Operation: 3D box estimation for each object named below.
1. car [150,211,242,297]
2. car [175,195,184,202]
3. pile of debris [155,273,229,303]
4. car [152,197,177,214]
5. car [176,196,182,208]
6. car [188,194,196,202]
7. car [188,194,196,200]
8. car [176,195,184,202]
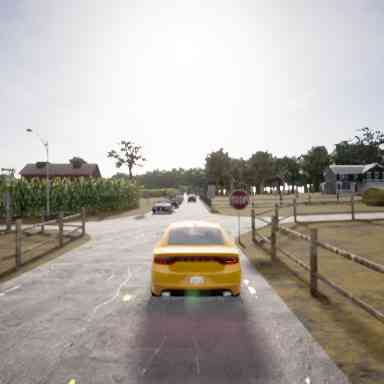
[{"bbox_3d":[0.063,1.477,8.637,1.882,1.535,5.008,0,0,-1],"label":"car"},{"bbox_3d":[-2.744,1.375,72.762,1.882,1.535,5.008,0,0,0],"label":"car"},{"bbox_3d":[-0.002,2.175,7.688,1.500,0.140,1.860,0,0,0],"label":"pile of debris"},{"bbox_3d":[-3.031,1.532,35.248,1.994,1.385,4.181,0,0,3],"label":"car"},{"bbox_3d":[-2.835,1.550,46.440,1.895,1.301,4.718,0,0,0],"label":"car"},{"bbox_3d":[0.005,1.405,70.447,1.837,1.490,4.892,0,0,0],"label":"car"},{"bbox_3d":[0.009,1.209,80.876,1.882,1.535,5.008,0,0,0],"label":"car"},{"bbox_3d":[-2.782,1.530,59.249,1.895,1.301,4.718,0,0,1],"label":"car"}]
